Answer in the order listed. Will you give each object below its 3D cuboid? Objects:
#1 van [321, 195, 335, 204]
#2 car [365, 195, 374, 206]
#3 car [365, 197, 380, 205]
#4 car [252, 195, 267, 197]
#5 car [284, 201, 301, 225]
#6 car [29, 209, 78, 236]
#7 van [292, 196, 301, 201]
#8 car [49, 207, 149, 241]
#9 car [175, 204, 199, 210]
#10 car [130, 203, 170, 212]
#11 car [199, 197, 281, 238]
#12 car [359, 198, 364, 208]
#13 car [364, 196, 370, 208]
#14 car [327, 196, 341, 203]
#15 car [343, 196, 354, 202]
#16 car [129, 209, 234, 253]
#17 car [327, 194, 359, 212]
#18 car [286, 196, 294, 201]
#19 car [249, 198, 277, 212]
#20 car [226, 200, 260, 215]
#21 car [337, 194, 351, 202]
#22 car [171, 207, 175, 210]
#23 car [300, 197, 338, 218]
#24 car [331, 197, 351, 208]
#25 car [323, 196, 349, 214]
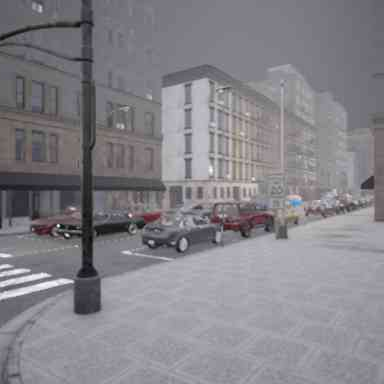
[{"bbox_3d":[27.533,1.477,67.384,1.690,1.788,3.998,0,0,35],"label":"van"},{"bbox_3d":[27.841,1.657,53.916,2.008,1.369,4.403,0,0,35],"label":"car"},{"bbox_3d":[34.087,1.676,62.751,1.947,1.339,4.313,0,0,35],"label":"car"},{"bbox_3d":[7.101,1.335,34.067,2.150,2.045,5.566,0,0,35],"label":"car"},{"bbox_3d":[6.079,1.619,23.137,1.752,1.417,4.829,0,0,35],"label":"car"},{"bbox_3d":[-6.817,1.661,18.797,1.887,1.381,4.507,0,0,35],"label":"car"},{"bbox_3d":[15.042,1.469,49.716,1.690,1.788,3.998,0,0,35],"label":"van"},{"bbox_3d":[-4.676,1.709,17.429,1.895,1.301,4.718,0,0,33],"label":"car"},{"bbox_3d":[1.106,1.615,25.612,1.837,1.490,4.892,0,0,35],"label":"car"},{"bbox_3d":[-3.695,1.558,23.214,1.967,1.590,4.097,0,0,35],"label":"car"},{"bbox_3d":[2.857,1.407,18.581,2.192,1.841,5.009,0,0,35],"label":"car"},{"bbox_3d":[21.595,1.684,45.082,1.802,1.307,4.206,0,0,35],"label":"car"},{"bbox_3d":[24.718,1.670,49.500,1.947,1.339,4.313,0,0,35],"label":"car"},{"bbox_3d":[30.657,1.682,71.800,1.887,1.381,4.507,0,0,35],"label":"car"},{"bbox_3d":[40.025,1.683,85.051,1.887,1.381,4.507,0,0,35],"label":"car"},{"bbox_3d":[-0.265,1.642,14.164,2.008,1.369,4.403,0,0,35],"label":"car"},{"bbox_3d":[18.471,1.415,40.666,2.192,1.841,5.009,0,0,35],"label":"car"},{"bbox_3d":[11.821,1.651,45.160,1.752,1.417,4.829,0,0,35],"label":"car"},{"bbox_3d":[8.796,1.564,40.882,1.967,1.590,4.097,0,0,35],"label":"car"},{"bbox_3d":[5.674,1.667,36.465,1.887,1.381,4.507,0,0,35],"label":"car"},{"bbox_3d":[36.902,1.453,80.635,2.192,1.841,5.009,0,0,35],"label":"car"},{"bbox_3d":[-0.572,1.670,27.631,2.008,1.369,4.403,0,0,35],"label":"car"},{"bbox_3d":[12.226,1.537,31.832,1.967,1.590,4.097,0,0,35],"label":"car"},{"bbox_3d":[23.275,1.618,51.851,1.837,1.490,4.892,0,0,35],"label":"car"},{"bbox_3d":[15.349,1.538,36.249,1.967,1.590,4.097,0,0,35],"label":"car"}]
